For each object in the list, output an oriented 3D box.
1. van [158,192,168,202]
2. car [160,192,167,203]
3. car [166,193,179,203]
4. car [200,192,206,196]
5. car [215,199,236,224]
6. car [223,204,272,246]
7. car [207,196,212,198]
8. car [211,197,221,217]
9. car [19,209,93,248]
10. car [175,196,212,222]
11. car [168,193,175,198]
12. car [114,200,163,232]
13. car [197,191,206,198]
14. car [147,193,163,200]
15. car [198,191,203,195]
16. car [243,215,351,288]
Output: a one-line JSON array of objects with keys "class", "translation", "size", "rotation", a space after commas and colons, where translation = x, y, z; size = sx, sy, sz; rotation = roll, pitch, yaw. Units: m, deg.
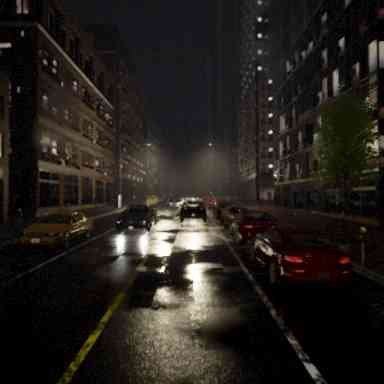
[{"class": "van", "translation": [-5.691, 0.934, 65.919], "size": [1.690, 1.788, 3.998], "rotation": [1, 0, 0]}, {"class": "car", "translation": [-5.691, 1.065, 60.221], "size": [1.967, 1.590, 4.097], "rotation": [1, 0, 0]}, {"class": "car", "translation": [-3.055, 1.176, 59.660], "size": [2.033, 1.411, 5.357], "rotation": [0, 0, 1]}, {"class": "car", "translation": [2.655, 1.203, 54.407], "size": [1.887, 1.381, 4.507], "rotation": [1, 0, 0]}, {"class": "car", "translation": [2.667, 1.392, 20.391], "size": [1.752, 1.417, 4.829], "rotation": [1, 0, 0]}, {"class": "car", "translation": [2.668, 1.449, 14.522], "size": [1.887, 1.381, 4.507], "rotation": [1, 0, 0]}, {"class": "car", "translation": [2.663, 1.345, 31.616], "size": [2.008, 1.369, 4.403], "rotation": [1, 0, 0]}, {"class": "car", "translation": [2.664, 1.375, 25.919], "size": [1.887, 1.381, 4.507], "rotation": [1, 0, 0]}, {"class": "car", "translation": [-5.678, 1.430, 14.474], "size": [1.752, 1.417, 4.829], "rotation": [1, 0, 0]}, {"class": "car", "translation": [0.093, 1.329, 24.627], "size": [2.128, 1.511, 4.902], "rotation": [0, 0, 0]}, {"class": "car", "translation": [-5.705, 1.029, 94.406], "size": [1.802, 1.307, 4.206], "rotation": [1, 0, 0]}, {"class": "car", "translation": [-3.105, 1.418, 19.561], "size": [2.033, 1.411, 5.357], "rotation": [0, 0, 0]}, {"class": "car", "translation": [2.646, 0.763, 94.295], "size": [2.192, 1.841, 5.009], "rotation": [1, 0, 0]}, {"class": "car", "translation": [-5.689, 1.216, 48.657], "size": [1.752, 1.417, 4.829], "rotation": [1, 0, 0]}, {"class": "car", "translation": [2.648, 0.943, 82.897], "size": [1.967, 1.590, 4.097], "rotation": [1, 0, 0]}, {"class": "car", "translation": [2.669, 1.524, 8.824], "size": [1.802, 1.307, 4.206], "rotation": [1, 0, 0]}]
